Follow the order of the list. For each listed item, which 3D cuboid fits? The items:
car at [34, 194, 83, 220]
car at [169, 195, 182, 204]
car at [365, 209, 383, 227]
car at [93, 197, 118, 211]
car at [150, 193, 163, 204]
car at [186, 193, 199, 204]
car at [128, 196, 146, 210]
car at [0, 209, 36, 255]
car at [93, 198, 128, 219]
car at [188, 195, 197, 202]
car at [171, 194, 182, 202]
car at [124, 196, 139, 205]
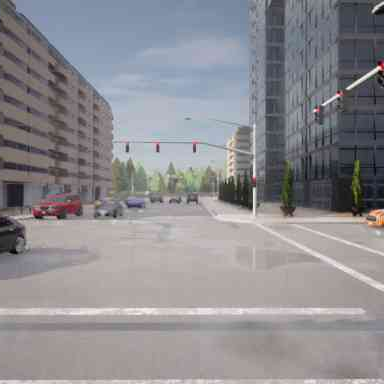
[{"bbox_3d":[-11.236,1.224,28.454,2.150,2.045,5.566,0,0,5],"label":"car"},{"bbox_3d":[-3.416,1.525,64.323,1.812,1.442,4.674,0,0,1],"label":"car"},{"bbox_3d":[13.584,1.407,21.176,4.553,1.767,2.097,0,0,0],"label":"car"},{"bbox_3d":[-10.882,1.477,42.272,1.882,1.535,5.008,0,0,1],"label":"car"},{"bbox_3d":[-7.011,1.225,66.532,2.150,2.045,5.566,0,0,1],"label":"car"},{"bbox_3d":[0.078,1.221,63.904,2.150,2.045,5.566,0,0,1],"label":"car"},{"bbox_3d":[-7.366,1.477,44.005,1.882,1.535,5.008,0,0,1],"label":"car"},{"bbox_3d":[-7.161,1.528,10.708,1.837,1.490,4.892,0,0,-1],"label":"car"},{"bbox_3d":[-7.218,1.494,28.975,2.128,1.511,4.902,0,0,-3],"label":"car"},{"bbox_3d":[0.116,1.500,74.616,1.837,1.490,4.892,0,0,1],"label":"car"},{"bbox_3d":[-3.391,1.355,74.340,2.097,1.767,4.553,0,0,1],"label":"car"},{"bbox_3d":[-10.659,1.525,58.827,1.812,1.442,4.674,0,0,1],"label":"car"}]
